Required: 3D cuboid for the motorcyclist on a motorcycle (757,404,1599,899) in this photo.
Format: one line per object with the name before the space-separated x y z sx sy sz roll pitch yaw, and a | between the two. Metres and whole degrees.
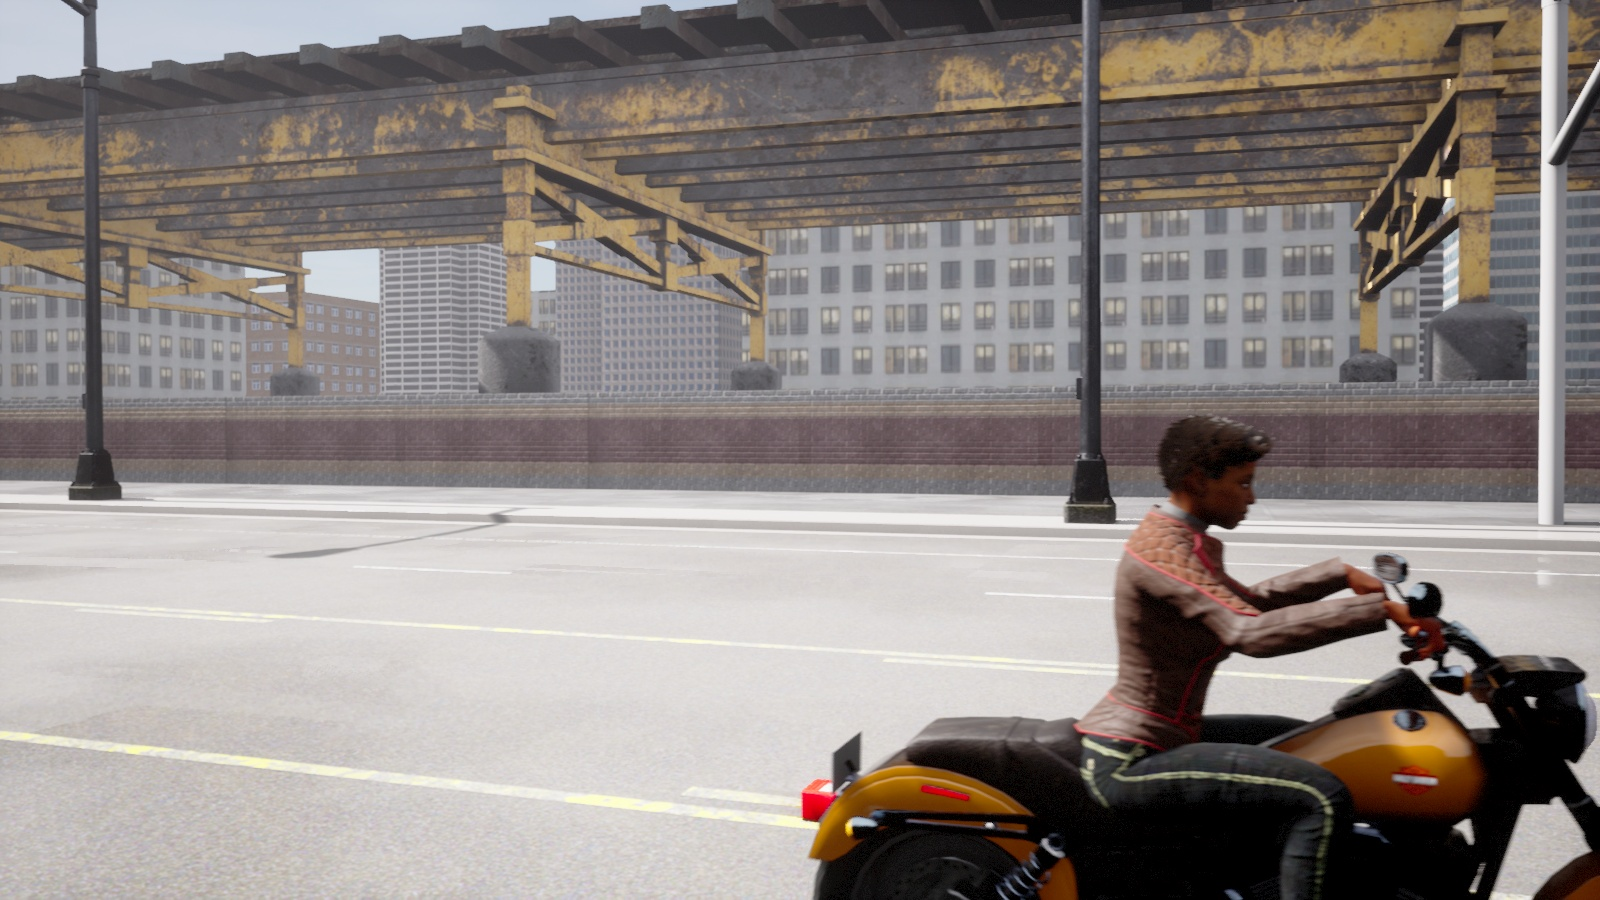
motorcyclist on a motorcycle | 1.140 0.735 2.838 2.350 1.649 0.766 1 1 20
